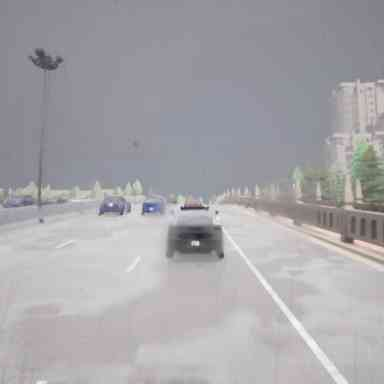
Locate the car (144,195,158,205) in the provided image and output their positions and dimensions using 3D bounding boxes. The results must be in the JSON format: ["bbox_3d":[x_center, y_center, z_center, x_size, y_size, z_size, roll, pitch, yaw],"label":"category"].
[{"bbox_3d":[-6.892,1.433,56.216,1.837,1.490,4.892,0,-3,0],"label":"car"}]

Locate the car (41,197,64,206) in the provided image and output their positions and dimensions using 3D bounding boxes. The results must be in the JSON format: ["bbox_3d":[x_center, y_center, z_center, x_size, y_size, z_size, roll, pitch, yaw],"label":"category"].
[{"bbox_3d":[-17.563,1.268,42.562,1.994,1.385,4.181,0,0,0],"label":"car"}]

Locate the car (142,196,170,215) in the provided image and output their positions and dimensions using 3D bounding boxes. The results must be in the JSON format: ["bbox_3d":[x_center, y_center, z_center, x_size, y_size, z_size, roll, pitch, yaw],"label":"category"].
[{"bbox_3d":[-3.394,1.267,30.456,1.882,1.535,5.008,0,1,0],"label":"car"}]

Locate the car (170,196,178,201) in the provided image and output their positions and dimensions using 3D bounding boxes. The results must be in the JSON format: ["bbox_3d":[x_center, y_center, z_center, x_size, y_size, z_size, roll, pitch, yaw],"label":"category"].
[{"bbox_3d":[-3.392,1.380,55.048,2.128,1.511,4.902,0,-2,0],"label":"car"}]

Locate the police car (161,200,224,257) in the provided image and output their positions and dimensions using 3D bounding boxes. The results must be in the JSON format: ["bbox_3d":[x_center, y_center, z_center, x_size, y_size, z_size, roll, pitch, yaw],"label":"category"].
[{"bbox_3d":[0.103,1.340,12.679,1.930,1.638,5.238,0,1,0],"label":"police car"}]

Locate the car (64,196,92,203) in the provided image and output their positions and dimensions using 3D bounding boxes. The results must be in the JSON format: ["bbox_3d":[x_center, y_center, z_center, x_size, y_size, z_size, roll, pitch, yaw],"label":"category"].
[{"bbox_3d":[-14.066,1.231,42.174,1.812,1.442,4.674,0,0,0],"label":"car"}]

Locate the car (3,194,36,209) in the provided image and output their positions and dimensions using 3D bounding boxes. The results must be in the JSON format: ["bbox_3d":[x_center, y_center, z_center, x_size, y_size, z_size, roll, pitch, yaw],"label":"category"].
[{"bbox_3d":[-21.071,1.067,40.756,2.097,1.767,4.553,0,0,0],"label":"car"}]

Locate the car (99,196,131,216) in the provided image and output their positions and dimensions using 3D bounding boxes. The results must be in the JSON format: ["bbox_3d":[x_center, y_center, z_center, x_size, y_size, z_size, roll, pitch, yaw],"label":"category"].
[{"bbox_3d":[-6.895,1.143,30.336,2.097,1.767,4.553,0,0,0],"label":"car"}]
